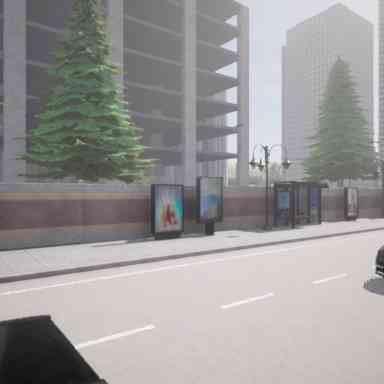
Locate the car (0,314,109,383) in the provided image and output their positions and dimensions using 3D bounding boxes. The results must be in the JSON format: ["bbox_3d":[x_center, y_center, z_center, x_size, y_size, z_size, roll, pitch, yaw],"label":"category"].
[{"bbox_3d":[-2.987,1.601,1.782,4.718,1.301,1.895,0,0,-36],"label":"car"}]

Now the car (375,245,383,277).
[{"bbox_3d":[6.776,1.503,8.911,4.892,1.490,1.837,0,0,-36],"label":"car"}]
